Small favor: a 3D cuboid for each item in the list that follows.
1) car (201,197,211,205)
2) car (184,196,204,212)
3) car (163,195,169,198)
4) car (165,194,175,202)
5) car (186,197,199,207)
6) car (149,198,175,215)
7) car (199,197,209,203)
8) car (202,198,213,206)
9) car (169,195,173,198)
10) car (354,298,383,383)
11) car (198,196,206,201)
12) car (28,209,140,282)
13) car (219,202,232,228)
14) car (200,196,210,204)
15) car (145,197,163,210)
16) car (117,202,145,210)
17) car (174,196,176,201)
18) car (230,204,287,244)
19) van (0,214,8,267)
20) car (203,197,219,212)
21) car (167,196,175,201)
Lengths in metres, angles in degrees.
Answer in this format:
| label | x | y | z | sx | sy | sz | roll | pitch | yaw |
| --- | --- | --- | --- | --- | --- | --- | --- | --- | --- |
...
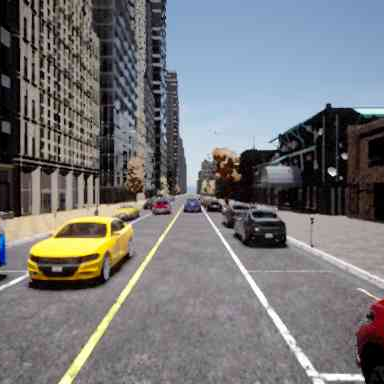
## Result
| label | x | y | z | sx | sy | sz | roll | pitch | yaw |
| --- | --- | --- | --- | --- | --- | --- | --- | --- | --- |
| car | 2.680 | 1.721 | 63.616 | 1.752 | 1.417 | 4.829 | -1 | 0 | 0 |
| car | 0.079 | 1.481 | 41.547 | 2.097 | 1.767 | 4.553 | 0 | 0 | 0 |
| car | -5.668 | 1.619 | 57.858 | 1.967 | 1.590 | 4.097 | -1 | 0 | 0 |
| car | -5.711 | 1.585 | 86.079 | 2.192 | 1.841 | 5.009 | -1 | 0 | 0 |
| car | 0.068 | 1.662 | 55.630 | 2.128 | 1.511 | 4.902 | 0 | 0 | 0 |
| car | -3.093 | 1.633 | 34.900 | 1.812 | 1.442 | 4.674 | 0 | 0 | 0 |
| car | 2.681 | 1.798 | 74.734 | 1.947 | 1.339 | 4.313 | -1 | 0 | 0 |
| car | 2.681 | 1.760 | 57.802 | 1.802 | 1.307 | 4.206 | -1 | 0 | 0 |
| car | -5.666 | 1.780 | 69.146 | 1.947 | 1.339 | 4.313 | -1 | 0 | 0 |
| car | 2.674 | 1.320 | 1.362 | 2.192 | 1.841 | 5.009 | -1 | 0 | 0 |
| car | 2.682 | 1.853 | 91.666 | 1.947 | 1.339 | 4.313 | -1 | 0 | 0 |
| car | -3.058 | 1.509 | 10.115 | 1.882 | 1.535 | 5.008 | 0 | 0 | 1 |
| car | 3.146 | 1.573 | 22.982 | 1.837 | 1.490 | 4.892 | 0 | 0 | 0 |
| car | 2.679 | 1.654 | 69.090 | 1.967 | 1.590 | 4.097 | -1 | 0 | 0 |
| car | -5.667 | 1.709 | 46.569 | 1.947 | 1.339 | 4.313 | -1 | 0 | 0 |
| car | -5.668 | 1.616 | 29.467 | 1.752 | 1.417 | 4.829 | -1 | 0 | 0 |
| car | -5.682 | 1.802 | 80.434 | 2.008 | 1.369 | 4.403 | -1 | 0 | 0 |
| car | 3.146 | 1.552 | 15.981 | 1.837 | 1.490 | 4.892 | 0 | 0 | 0 |
| van | -5.672 | 1.363 | 7.061 | 1.690 | 1.788 | 3.998 | -1 | 0 | 0 |
| car | 2.680 | 1.691 | 40.870 | 1.947 | 1.339 | 4.313 | -1 | 0 | 0 |
| car | -5.701 | 1.870 | 91.722 | 1.802 | 1.307 | 4.206 | -1 | 0 | 0 |
